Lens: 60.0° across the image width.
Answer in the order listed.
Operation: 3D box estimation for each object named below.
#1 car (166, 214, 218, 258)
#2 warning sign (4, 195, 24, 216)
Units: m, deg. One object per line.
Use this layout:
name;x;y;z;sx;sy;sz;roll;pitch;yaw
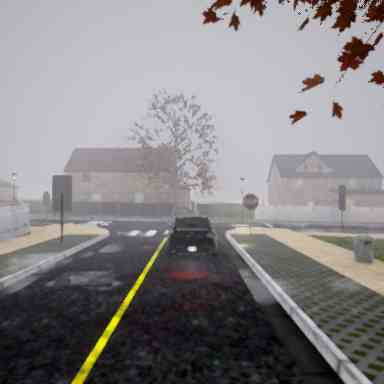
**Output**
car;0.007;1.649;13.464;1.837;1.490;4.892;0;0;0
warning sign;-15.856;1.184;29.677;1.060;1.860;1.300;0;0;0
